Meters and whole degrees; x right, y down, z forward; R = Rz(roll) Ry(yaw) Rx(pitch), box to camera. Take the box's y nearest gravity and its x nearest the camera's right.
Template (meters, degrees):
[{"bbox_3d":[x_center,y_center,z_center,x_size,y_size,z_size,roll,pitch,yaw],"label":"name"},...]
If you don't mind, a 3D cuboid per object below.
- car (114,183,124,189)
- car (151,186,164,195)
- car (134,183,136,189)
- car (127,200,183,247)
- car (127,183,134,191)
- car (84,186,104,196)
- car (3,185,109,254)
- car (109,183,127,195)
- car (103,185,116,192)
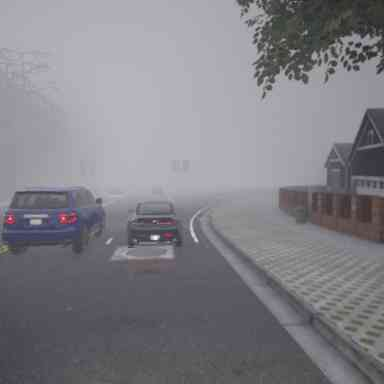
[{"bbox_3d":[-18.390,-1.526,83.654,1.994,1.385,4.181,0,3,-6],"label":"car"},{"bbox_3d":[-5.448,-0.228,52.249,1.812,1.442,4.674,0,2,-6],"label":"car"},{"bbox_3d":[-15.193,-1.629,84.339,1.882,1.535,5.008,0,3,-6],"label":"car"},{"bbox_3d":[-1.395,1.084,12.745,1.837,1.490,4.892,0,2,-6],"label":"car"},{"bbox_3d":[-13.644,-0.935,68.871,1.882,1.535,5.008,0,2,-6],"label":"car"},{"bbox_3d":[-15.327,-0.202,52.339,2.033,1.411,5.357,0,2,-5],"label":"car"},{"bbox_3d":[-4.574,0.832,11.861,2.150,2.045,5.566,0,2,-6],"label":"car"},{"bbox_3d":[-12.177,-0.233,53.524,1.994,1.385,4.181,0,2,-5],"label":"car"},{"bbox_3d":[-16.826,-0.782,68.040,1.895,1.301,4.718,0,2,-6],"label":"car"}]
